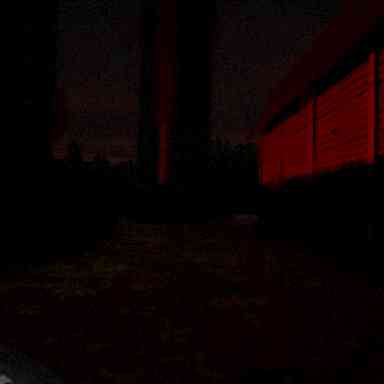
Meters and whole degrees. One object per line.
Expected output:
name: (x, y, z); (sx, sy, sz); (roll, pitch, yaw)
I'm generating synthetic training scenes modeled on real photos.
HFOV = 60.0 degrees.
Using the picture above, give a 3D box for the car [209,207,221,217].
car: (3.321, 3.025, 50.798); (1.994, 1.381, 4.181); (1, -2, -2)
